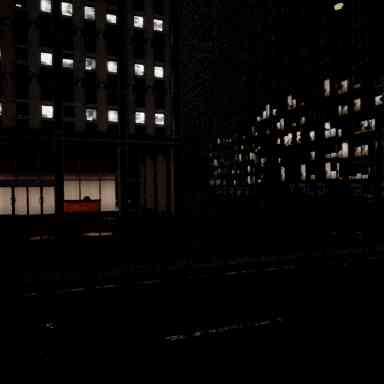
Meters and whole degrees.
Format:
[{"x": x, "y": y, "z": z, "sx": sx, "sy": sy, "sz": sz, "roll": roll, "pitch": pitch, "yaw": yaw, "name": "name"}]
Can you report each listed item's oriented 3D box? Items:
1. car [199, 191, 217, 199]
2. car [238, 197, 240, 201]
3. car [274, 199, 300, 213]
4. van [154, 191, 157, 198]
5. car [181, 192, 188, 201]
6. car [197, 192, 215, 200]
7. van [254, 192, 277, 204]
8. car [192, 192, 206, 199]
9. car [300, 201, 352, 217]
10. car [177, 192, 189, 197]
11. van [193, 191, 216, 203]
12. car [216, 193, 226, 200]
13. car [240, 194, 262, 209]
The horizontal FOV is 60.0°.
[{"x": 3.639, "y": 0.634, "z": 74.935, "sx": 2.192, "sy": 1.841, "sz": 5.009, "roll": 0, "pitch": 1, "yaw": -21, "name": "car"}, {"x": 9.776, "y": 1.060, "z": 59.029, "sx": 1.802, "sy": 1.307, "sz": 4.206, "roll": 0, "pitch": 1, "yaw": -21, "name": "car"}, {"x": 10.032, "y": 1.400, "z": 34.766, "sx": 1.802, "sy": 1.307, "sz": 4.206, "roll": 0, "pitch": 1, "yaw": -21, "name": "car"}, {"x": -8.269, "y": 0.687, "z": 82.528, "sx": 1.690, "sy": 1.788, "sz": 3.998, "roll": 0, "pitch": 1, "yaw": -21, "name": "van"}, {"x": -2.134, "y": 1.056, "z": 66.621, "sx": 2.008, "sy": 1.369, "sz": 4.403, "roll": 0, "pitch": 1, "yaw": -21, "name": "car"}, {"x": 2.817, "y": 0.880, "z": 69.854, "sx": 1.882, "sy": 1.535, "sz": 5.008, "roll": -1, "pitch": 1, "yaw": -21, "name": "car"}, {"x": 11.819, "y": 0.871, "z": 53.723, "sx": 1.690, "sy": 1.788, "sz": 3.998, "roll": 0, "pitch": 1, "yaw": -21, "name": "van"}, {"x": 1.595, "y": 0.706, "z": 80.239, "sx": 1.967, "sy": 1.590, "sz": 4.097, "roll": 0, "pitch": 1, "yaw": -21, "name": "car"}, {"x": 12.060, "y": 1.435, "z": 29.454, "sx": 1.947, "sy": 1.339, "sz": 4.313, "roll": 0, "pitch": 1, "yaw": -21, "name": "car"}, {"x": -2.495, "y": 0.711, "z": 90.846, "sx": 2.008, "sy": 1.369, "sz": 4.403, "roll": 0, "pitch": 1, "yaw": -21, "name": "car"}, {"x": 1.956, "y": 0.952, "z": 56.013, "sx": 1.690, "sy": 1.788, "sz": 3.998, "roll": 0, "pitch": 1, "yaw": -21, "name": "van"}, {"x": 5.686, "y": 0.954, "z": 69.635, "sx": 1.802, "sy": 1.307, "sz": 4.206, "roll": 0, "pitch": 1, "yaw": -21, "name": "car"}, {"x": 8.041, "y": 1.332, "z": 40.089, "sx": 1.947, "sy": 1.339, "sz": 4.313, "roll": 0, "pitch": 1, "yaw": -21, "name": "car"}]
